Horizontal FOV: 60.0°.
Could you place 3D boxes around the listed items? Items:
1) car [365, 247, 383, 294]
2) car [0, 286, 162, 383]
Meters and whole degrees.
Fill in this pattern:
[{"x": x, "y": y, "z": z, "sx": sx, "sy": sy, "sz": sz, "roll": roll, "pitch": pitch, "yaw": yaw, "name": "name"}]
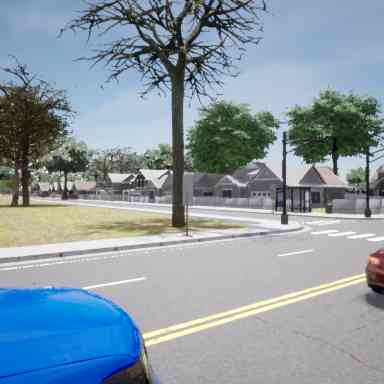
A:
[{"x": 5.704, "y": 1.525, "z": 7.486, "sx": 4.674, "sy": 1.442, "sz": 1.812, "roll": 0, "pitch": 0, "yaw": -36, "name": "car"}, {"x": -2.770, "y": 1.222, "z": 1.466, "sx": 5.566, "sy": 2.045, "sz": 2.150, "roll": 0, "pitch": 0, "yaw": -36, "name": "car"}]
